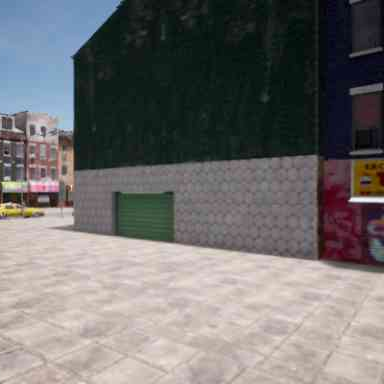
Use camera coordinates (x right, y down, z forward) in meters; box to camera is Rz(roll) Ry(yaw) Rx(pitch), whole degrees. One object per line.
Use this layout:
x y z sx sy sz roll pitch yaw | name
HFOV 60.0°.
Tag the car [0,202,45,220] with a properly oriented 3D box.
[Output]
-14.449 1.524 27.032 1.752 1.417 4.829 -1 -1 36 | car
